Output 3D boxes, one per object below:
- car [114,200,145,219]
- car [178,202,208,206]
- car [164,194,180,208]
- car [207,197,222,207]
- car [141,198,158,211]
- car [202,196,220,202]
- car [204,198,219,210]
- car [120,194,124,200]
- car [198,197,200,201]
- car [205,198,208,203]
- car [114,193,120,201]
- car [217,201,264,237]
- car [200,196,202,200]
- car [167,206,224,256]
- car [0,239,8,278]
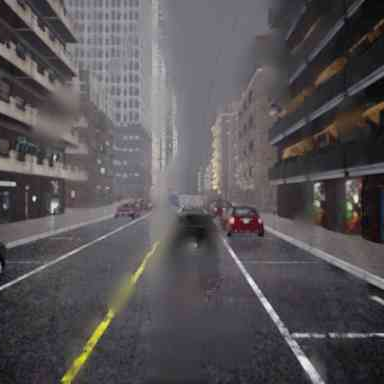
[{"bbox_3d":[-5.693,1.661,29.780,1.802,1.307,4.206,0,0,0],"label":"car"},{"bbox_3d":[0.059,1.673,27.347,1.895,1.301,4.718,0,0,0],"label":"car"},{"bbox_3d":[-3.069,1.367,51.338,2.150,2.045,5.566,0,-1,0],"label":"car"},{"bbox_3d":[2.688,1.519,29.784,1.967,1.590,4.097,0,0,0],"label":"car"},{"bbox_3d":[-5.694,1.552,41.146,1.967,1.590,4.097,0,0,0],"label":"car"},{"bbox_3d":[2.687,1.427,41.149,2.192,1.841,5.009,0,0,0],"label":"car"},{"bbox_3d":[2.686,1.655,47.001,1.752,1.417,4.829,0,0,0],"label":"car"},{"bbox_3d":[-17.703,1.241,74.575,5.009,1.841,2.192,1,-1,0],"label":"car"},{"bbox_3d":[2.729,1.866,94.537,1.802,1.307,4.206,0,0,0],"label":"car"},{"bbox_3d":[2.687,1.621,35.636,1.752,1.417,4.829,0,0,0],"label":"car"},{"bbox_3d":[-17.567,1.196,66.197,5.009,1.841,2.192,1,-1,0],"label":"car"},{"bbox_3d":[2.689,1.488,18.418,1.967,1.590,4.097,0,0,0],"label":"car"},{"bbox_3d":[2.685,1.712,52.513,1.947,1.339,4.313,0,0,0],"label":"car"},{"bbox_3d":[0.067,1.539,13.317,1.837,1.490,4.892,0,0,0],"label":"car"},{"bbox_3d":[-5.689,1.569,7.051,2.008,1.369,4.403,0,0,0],"label":"car"}]
